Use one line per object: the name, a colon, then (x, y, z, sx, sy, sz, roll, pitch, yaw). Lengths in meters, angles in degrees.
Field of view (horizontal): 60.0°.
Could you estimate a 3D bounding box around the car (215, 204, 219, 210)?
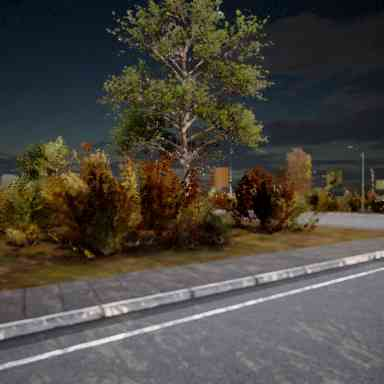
car: (2.025, 2.374, 53.381, 4.892, 1.490, 1.837, -1, -1, 42)
